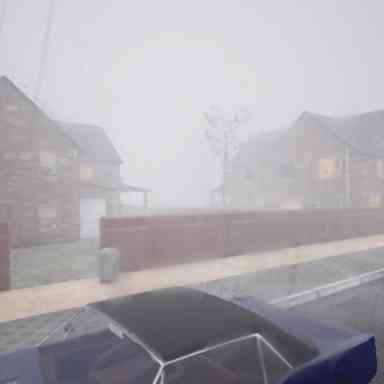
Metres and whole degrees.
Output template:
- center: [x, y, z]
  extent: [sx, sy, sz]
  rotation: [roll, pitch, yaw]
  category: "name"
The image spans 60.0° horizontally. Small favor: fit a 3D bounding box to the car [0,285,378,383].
- center: [-0.490, 1.643, 2.694]
  extent: [4.718, 1.301, 1.895]
  rotation: [1, -1, -37]
  category: "car"
